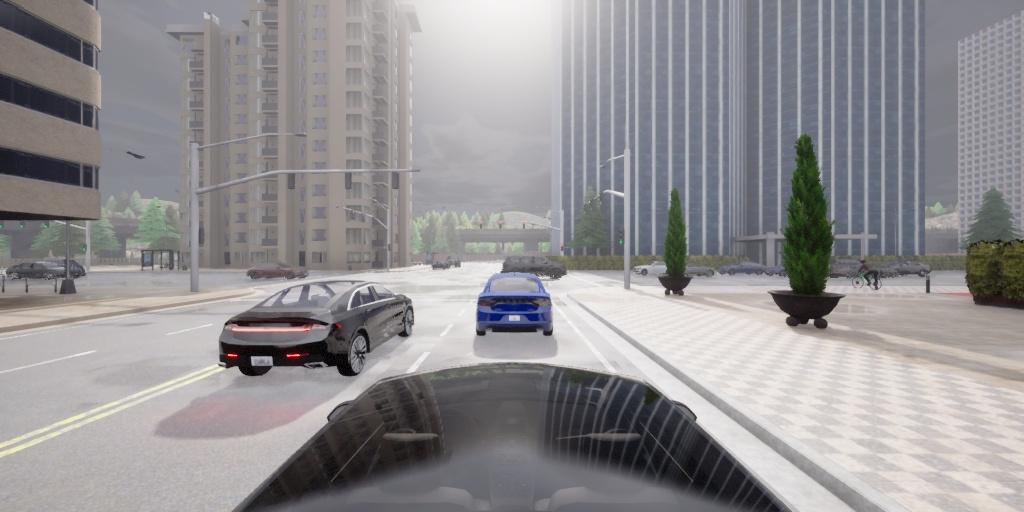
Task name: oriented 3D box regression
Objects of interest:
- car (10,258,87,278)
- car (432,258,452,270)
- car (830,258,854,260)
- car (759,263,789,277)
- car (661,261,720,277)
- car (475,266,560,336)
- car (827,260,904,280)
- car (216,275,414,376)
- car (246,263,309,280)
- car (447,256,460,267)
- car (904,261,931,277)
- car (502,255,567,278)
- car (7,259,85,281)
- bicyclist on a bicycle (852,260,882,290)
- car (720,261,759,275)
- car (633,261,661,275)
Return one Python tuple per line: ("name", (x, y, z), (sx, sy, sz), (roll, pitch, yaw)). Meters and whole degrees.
("car", (-43.391, 1.102, 33.659), (4.553, 1.767, 2.097), (0, 0, -1))
("car", (-10.633, 1.351, 53.547), (1.895, 1.301, 4.718), (0, 0, 0))
("car", (34.351, 1.102, 37.997), (4.553, 1.767, 2.097), (0, 0, 0))
("car", (26.906, 1.276, 34.420), (4.674, 1.442, 1.812), (0, 0, 0))
("car", (16.987, 1.314, 34.321), (4.181, 1.385, 1.994), (0, 0, -1))
("car", (0.069, 1.228, 10.429), (1.882, 1.535, 5.008), (0, 0, 0))
("car", (29.648, 1.297, 30.758), (5.357, 1.411, 2.033), (0, 0, -1))
("car", (-3.447, 1.242, 7.390), (2.128, 1.511, 4.902), (0, 0, 0))
("car", (-19.735, 1.276, 30.232), (4.674, 1.442, 1.812), (0, 0, -1))
("car", (-10.602, 0.971, 64.221), (2.150, 2.045, 5.566), (0, 0, 0))
("car", (37.227, 1.241, 34.521), (4.902, 1.511, 2.128), (0, 0, 0))
("car", (1.854, 0.971, 30.455), (5.566, 2.045, 2.150), (0, 0, -1))
("car", (-38.989, 1.254, 30.034), (4.892, 1.490, 1.837), (0, 0, 0))
("bicyclist on a bicycle", (19.628, 1.051, 19.865), (0.582, 1.620, 1.656), (0, 0, -1))
("car", (24.266, 1.276, 37.896), (4.674, 1.442, 1.812), (0, 0, 0))
("car", (15.183, 1.276, 37.802), (4.674, 1.442, 1.812), (0, 0, -1))
